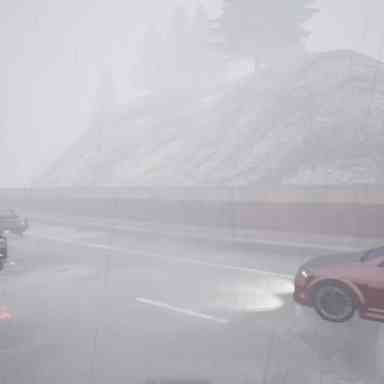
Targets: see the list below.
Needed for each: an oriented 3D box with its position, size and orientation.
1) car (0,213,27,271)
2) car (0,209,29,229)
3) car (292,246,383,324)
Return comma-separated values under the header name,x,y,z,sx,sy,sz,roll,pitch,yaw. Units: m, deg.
name,x,y,z,sx,sy,sz,roll,pitch,yaw
car,-6.915,1.420,9.276,4.902,1.511,2.128,0,1,38
car,-9.915,1.473,16.319,4.718,1.301,1.895,0,1,41
car,3.930,1.503,5.672,4.181,1.385,1.994,0,1,33
